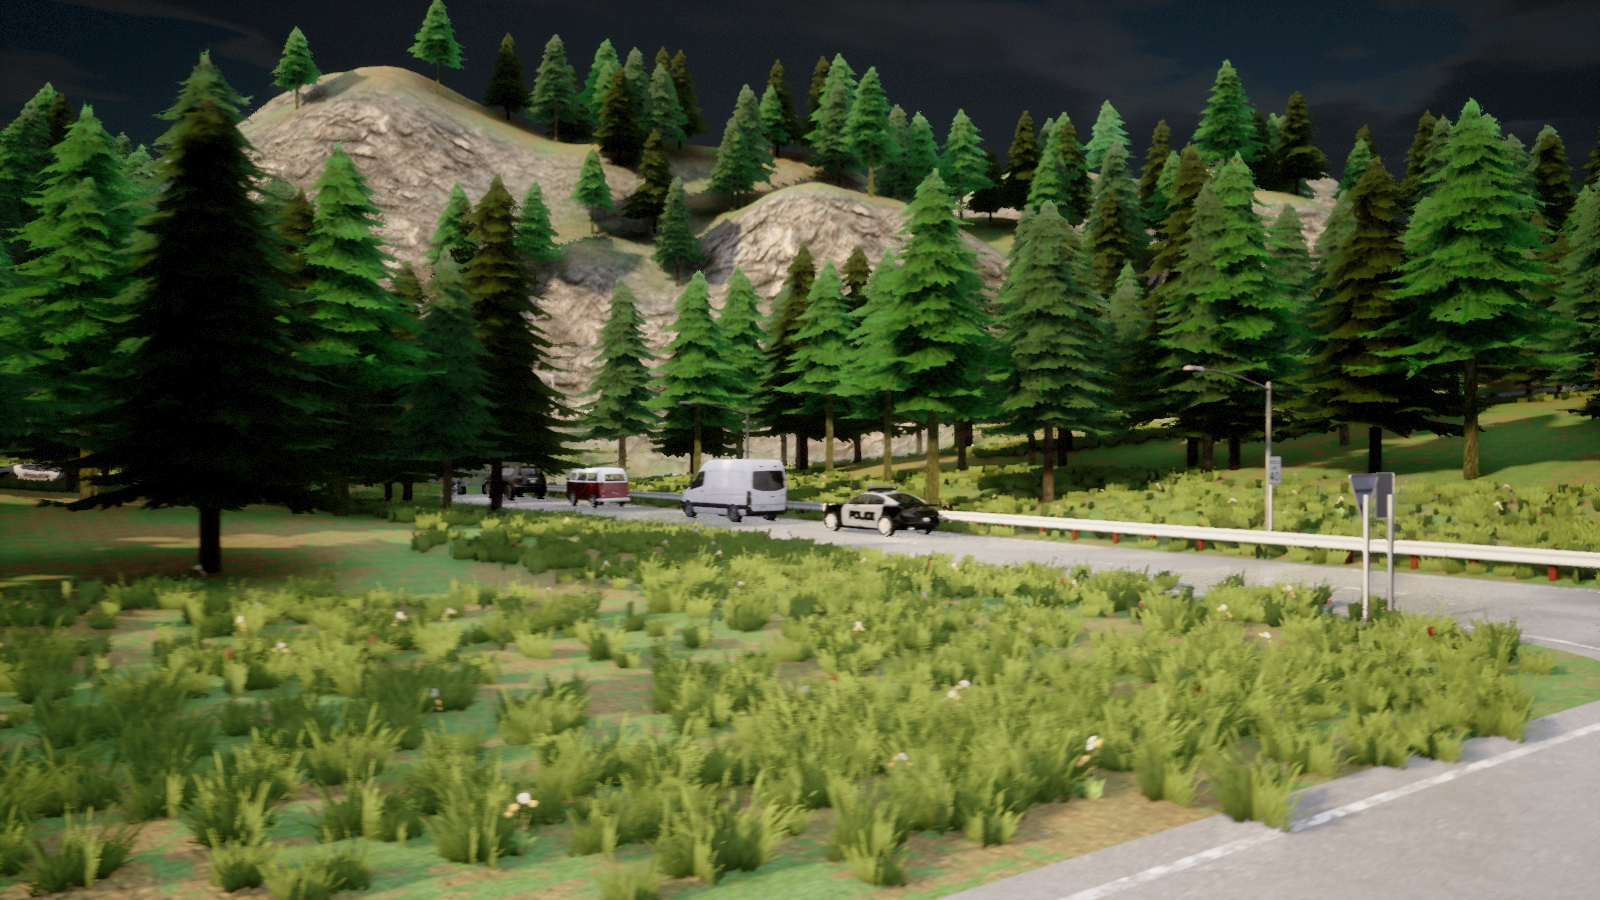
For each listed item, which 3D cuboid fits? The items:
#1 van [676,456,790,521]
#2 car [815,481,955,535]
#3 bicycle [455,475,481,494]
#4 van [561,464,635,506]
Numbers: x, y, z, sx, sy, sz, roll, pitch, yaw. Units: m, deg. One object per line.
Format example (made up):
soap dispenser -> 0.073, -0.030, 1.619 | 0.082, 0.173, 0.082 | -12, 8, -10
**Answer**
van -> -2.917, 1.535, 48.367 | 1.988, 2.561, 5.915 | 0, 0, -35
car -> 2.898, 1.983, 40.286 | 2.097, 1.638, 5.238 | 0, 0, -35
bicycle -> -21.188, 2.209, 72.956 | 1.487, 1.176, 0.859 | 0, 1, 40
van -> -10.500, 1.783, 59.179 | 2.069, 2.038, 4.480 | 0, 0, -35
